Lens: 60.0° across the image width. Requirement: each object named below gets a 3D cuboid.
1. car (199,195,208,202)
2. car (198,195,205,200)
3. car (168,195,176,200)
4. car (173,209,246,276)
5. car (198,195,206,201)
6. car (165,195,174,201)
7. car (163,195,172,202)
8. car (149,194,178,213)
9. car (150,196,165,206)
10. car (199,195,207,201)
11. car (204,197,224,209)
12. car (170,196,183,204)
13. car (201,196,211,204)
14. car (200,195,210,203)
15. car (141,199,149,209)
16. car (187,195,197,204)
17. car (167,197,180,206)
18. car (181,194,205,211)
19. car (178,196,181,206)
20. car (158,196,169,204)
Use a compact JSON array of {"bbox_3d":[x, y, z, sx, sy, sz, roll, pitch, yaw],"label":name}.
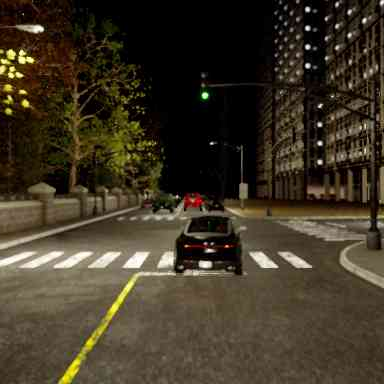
[{"bbox_3d":[2.717,1.441,77.490,1.967,1.590,4.097,0,0,0],"label":"car"},{"bbox_3d":[2.721,1.599,94.387,1.802,1.307,4.206,0,0,0],"label":"car"},{"bbox_3d":[-5.659,1.561,94.389,1.887,1.381,4.507,0,0,0],"label":"car"},{"bbox_3d":[0.636,1.499,10.453,1.837,1.490,4.892,0,0,7],"label":"car"},{"bbox_3d":[2.719,1.562,88.754,2.008,1.369,4.403,0,0,0],"label":"car"},{"bbox_3d":[-5.663,1.551,83.125,1.887,1.381,4.507,0,0,0],"label":"car"},{"bbox_3d":[-5.664,1.441,77.492,1.967,1.590,4.097,0,0,0],"label":"car"},{"bbox_3d":[-3.078,1.208,36.888,2.150,2.045,5.566,0,0,0],"label":"car"},{"bbox_3d":[-5.671,1.428,54.964,1.967,1.590,4.097,0,0,0],"label":"car"},{"bbox_3d":[2.717,1.557,83.122,2.008,1.369,4.403,0,0,0],"label":"car"},{"bbox_3d":[2.703,1.552,38.063,1.947,1.339,4.313,0,0,0],"label":"car"},{"bbox_3d":[-2.980,1.484,64.651,2.128,1.511,4.902,0,0,0],"label":"car"},{"bbox_3d":[2.713,1.538,66.226,1.887,1.381,4.507,0,0,0],"label":"car"},{"bbox_3d":[2.715,1.437,71.858,1.967,1.590,4.097,0,0,0],"label":"car"},{"bbox_3d":[-5.675,1.568,43.698,1.802,1.307,4.206,0,0,0],"label":"car"},{"bbox_3d":[0.025,1.470,65.537,1.882,1.535,5.008,0,0,0],"label":"car"},{"bbox_3d":[-3.008,1.589,54.426,1.895,1.301,4.718,0,0,1],"label":"car"},{"bbox_3d":[0.115,1.207,41.406,2.150,2.045,5.566,0,0,0],"label":"car"},{"bbox_3d":[-3.040,1.550,46.264,1.994,1.385,4.181,0,0,1],"label":"car"},{"bbox_3d":[-5.667,1.518,66.059,1.752,1.417,4.829,0,0,0],"label":"car"}]
